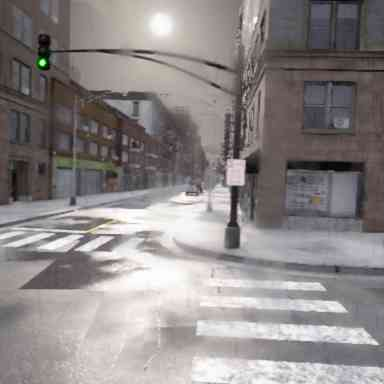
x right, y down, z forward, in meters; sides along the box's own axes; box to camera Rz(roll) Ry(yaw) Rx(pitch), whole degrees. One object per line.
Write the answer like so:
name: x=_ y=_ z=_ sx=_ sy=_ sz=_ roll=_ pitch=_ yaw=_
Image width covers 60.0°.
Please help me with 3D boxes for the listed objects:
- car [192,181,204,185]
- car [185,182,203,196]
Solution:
car: x=0.846 y=-0.958 z=58.911 sx=2.150 sy=2.045 sz=5.566 roll=2 pitch=2 yaw=4
car: x=0.058 y=-0.272 z=48.284 sx=2.033 sy=1.411 sz=5.357 roll=2 pitch=2 yaw=4
